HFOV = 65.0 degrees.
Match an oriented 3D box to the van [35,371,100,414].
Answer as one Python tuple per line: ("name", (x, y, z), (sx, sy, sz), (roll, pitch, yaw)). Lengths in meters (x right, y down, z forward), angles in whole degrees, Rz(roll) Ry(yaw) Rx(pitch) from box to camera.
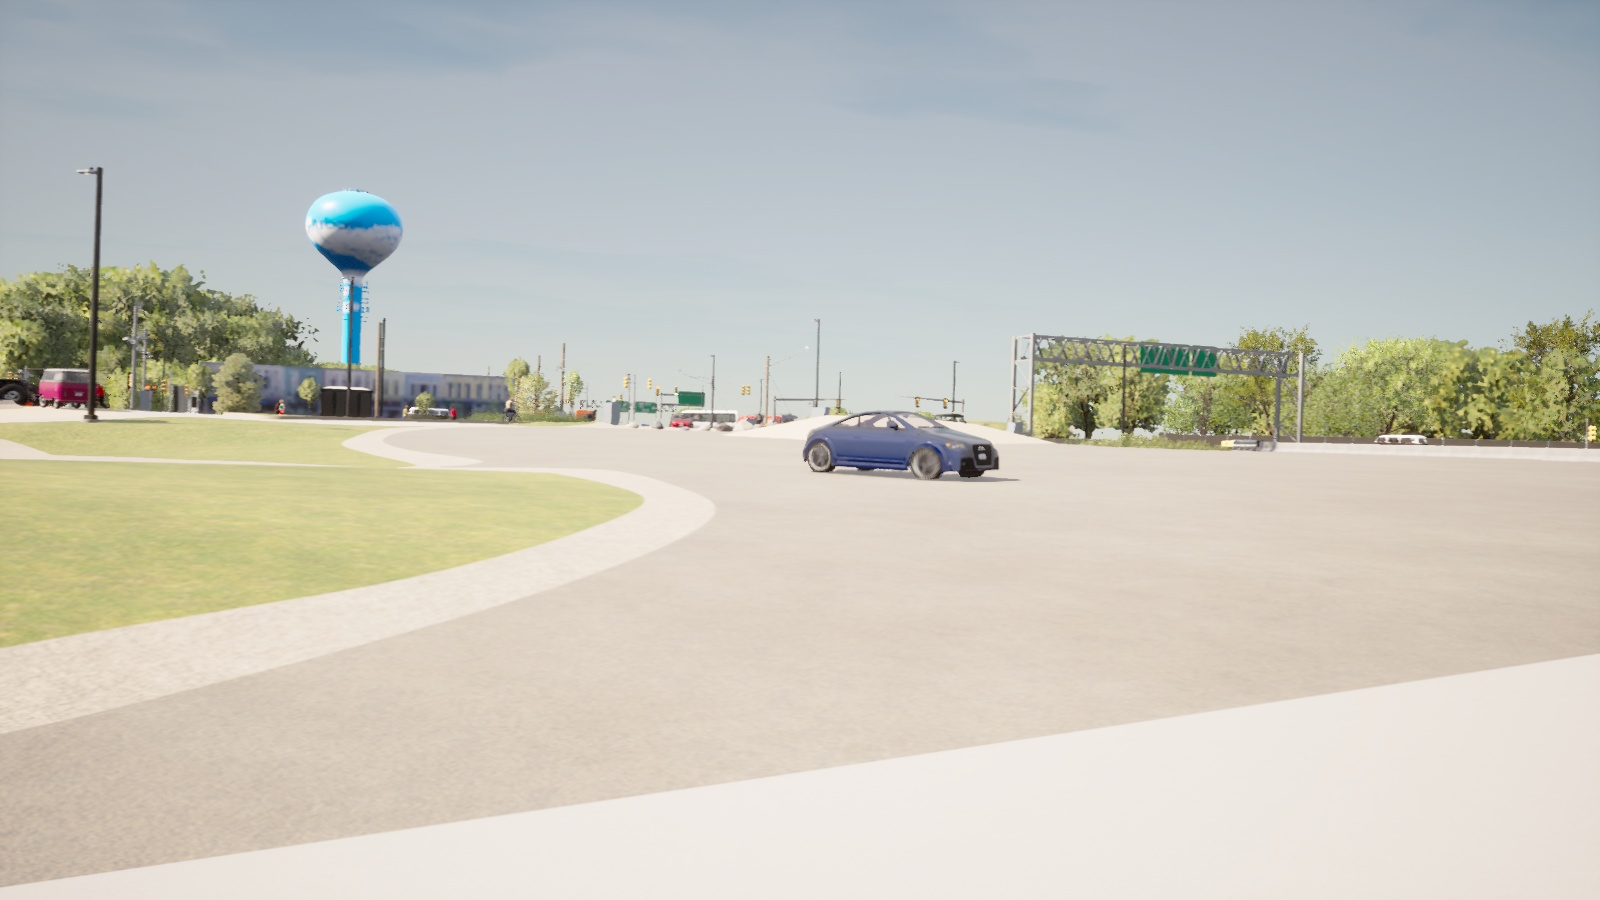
("van", (-36.378, -2.889, 62.299), (1.775, 1.987, 4.442), (1, 2, -44))

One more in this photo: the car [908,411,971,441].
("car", (9.751, -1.687, 87.895), (3.866, 1.878, 1.905), (2, 1, -19))

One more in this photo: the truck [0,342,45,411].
("truck", (-44.995, -4.033, 66.854), (7.936, 3.462, 2.891), (2, -2, -26))

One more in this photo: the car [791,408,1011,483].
("car", (2.099, -0.144, 26.544), (4.181, 1.385, 1.994), (3, 2, 37))
